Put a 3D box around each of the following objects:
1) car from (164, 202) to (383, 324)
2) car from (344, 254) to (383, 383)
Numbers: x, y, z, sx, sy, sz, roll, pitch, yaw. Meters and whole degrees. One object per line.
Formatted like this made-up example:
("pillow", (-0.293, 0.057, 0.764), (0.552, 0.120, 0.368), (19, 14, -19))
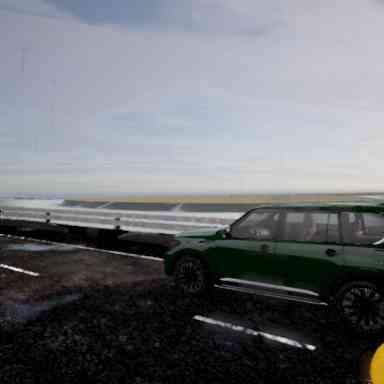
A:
("car", (2.011, 1.223, 6.848), (5.566, 2.045, 2.150), (0, 0, 35))
("car", (3.575, 1.478, 1.448), (5.008, 1.535, 1.882), (0, 0, 35))
